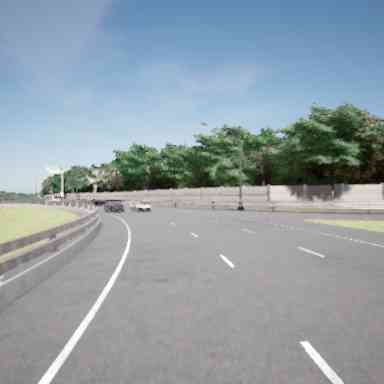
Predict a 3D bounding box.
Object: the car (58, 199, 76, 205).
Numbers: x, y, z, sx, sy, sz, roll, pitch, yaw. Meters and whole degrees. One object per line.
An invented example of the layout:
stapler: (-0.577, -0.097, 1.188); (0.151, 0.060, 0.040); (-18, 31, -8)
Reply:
car: (-31.278, 2.450, 83.136); (4.902, 1.511, 2.128); (-1, -1, 42)

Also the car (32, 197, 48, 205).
car: (-36.818, 2.455, 78.622); (4.892, 1.490, 1.837); (-1, -1, 40)

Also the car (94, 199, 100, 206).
car: (-20.045, 2.201, 71.932); (1.882, 1.535, 5.008); (0, -1, -42)

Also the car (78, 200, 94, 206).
car: (-22.961, 2.294, 69.966); (1.994, 1.385, 4.181); (0, -1, -42)

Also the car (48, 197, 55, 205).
car: (-34.282, 2.169, 81.049); (5.566, 2.045, 2.150); (-1, -1, 40)

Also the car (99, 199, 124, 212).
car: (-10.679, 1.926, 45.312); (2.128, 1.511, 4.902); (0, 0, -26)

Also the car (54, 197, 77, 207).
car: (-25.690, 2.234, 67.771); (1.882, 1.535, 5.008); (0, -1, -42)

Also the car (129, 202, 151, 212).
car: (-7.298, 2.005, 46.386); (1.895, 1.301, 4.718); (0, 0, -26)
